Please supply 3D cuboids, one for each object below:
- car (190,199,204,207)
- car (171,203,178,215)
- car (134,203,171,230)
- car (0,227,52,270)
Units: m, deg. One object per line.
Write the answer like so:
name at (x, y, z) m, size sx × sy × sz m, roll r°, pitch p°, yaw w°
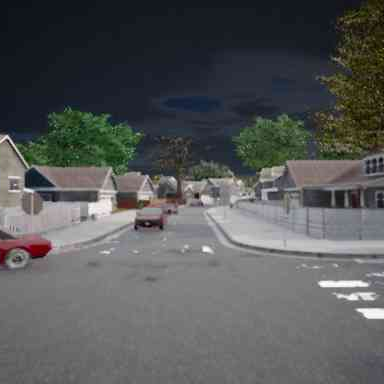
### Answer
car at (0.982, 2.197, 65.745) m, size 1.837 × 1.490 × 4.892 m, roll 0°, pitch -1°, yaw 18°
car at (-2.668, 1.978, 39.043) m, size 1.994 × 1.385 × 4.181 m, roll 0°, pitch -1°, yaw 1°
car at (-2.758, 1.721, 23.022) m, size 1.882 × 1.535 × 5.008 m, roll 0°, pitch 0°, yaw 0°
car at (-6.947, 1.738, 10.155) m, size 4.718 × 1.301 × 1.895 m, roll 0°, pitch -1°, yaw -34°
